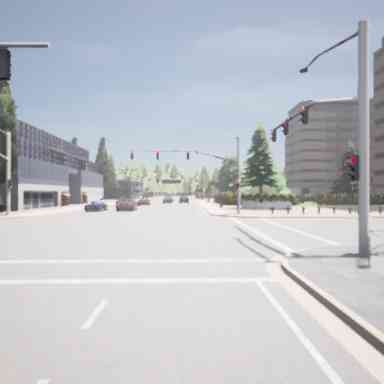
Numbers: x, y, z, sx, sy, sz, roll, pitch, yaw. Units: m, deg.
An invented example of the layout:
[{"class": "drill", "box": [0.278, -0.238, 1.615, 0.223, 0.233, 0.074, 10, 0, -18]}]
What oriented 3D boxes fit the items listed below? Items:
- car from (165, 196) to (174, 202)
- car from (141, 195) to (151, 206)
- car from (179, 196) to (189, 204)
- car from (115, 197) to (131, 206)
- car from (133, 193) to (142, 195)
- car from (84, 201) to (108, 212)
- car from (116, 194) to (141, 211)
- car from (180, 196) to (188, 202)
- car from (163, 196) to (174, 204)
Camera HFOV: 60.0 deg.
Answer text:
[{"class": "car", "box": [-5.357, 1.724, 80.079, 1.895, 1.301, 4.718, 0, 0, -1]}, {"class": "car", "box": [-8.437, 1.723, 58.794, 1.994, 1.385, 4.181, 0, 0, -1]}, {"class": "car", "box": [-1.640, 1.536, 70.118, 2.097, 1.767, 4.553, 0, 0, -1]}, {"class": "car", "box": [-11.918, 1.662, 57.633, 1.837, 1.490, 4.892, 0, 0, -1]}, {"class": "car", "box": [-12.210, 1.212, 73.226, 2.150, 2.045, 5.566, 0, 0, -1]}, {"class": "car", "box": [-11.580, 1.711, 40.274, 1.895, 1.301, 4.718, 0, 0, -1]}, {"class": "car", "box": [-8.102, 1.468, 41.496, 2.097, 1.767, 4.553, 0, -1, -1]}, {"class": "car", "box": [-1.857, 1.653, 80.124, 1.812, 1.442, 4.674, 0, 0, -1]}, {"class": "car", "box": [-5.126, 1.720, 69.445, 2.033, 1.411, 5.357, 0, 0, -1]}]
